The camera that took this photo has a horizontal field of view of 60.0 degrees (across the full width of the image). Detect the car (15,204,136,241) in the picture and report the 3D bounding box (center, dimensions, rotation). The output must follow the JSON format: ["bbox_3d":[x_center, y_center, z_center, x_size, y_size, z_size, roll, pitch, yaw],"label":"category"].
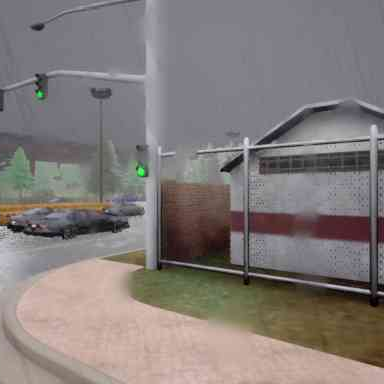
[{"bbox_3d":[-5.613,1.547,16.849,2.033,1.411,5.357,0,0,34],"label":"car"}]

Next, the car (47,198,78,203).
[{"bbox_3d":[-15.880,1.505,39.628,1.837,1.490,4.892,0,0,34],"label":"car"}]

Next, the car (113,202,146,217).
[{"bbox_3d":[-5.909,1.563,28.998,1.994,1.385,4.181,0,0,34],"label":"car"}]

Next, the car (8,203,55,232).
[{"bbox_3d":[-8.247,1.564,19.207,1.994,1.385,4.181,0,0,34],"label":"car"}]
